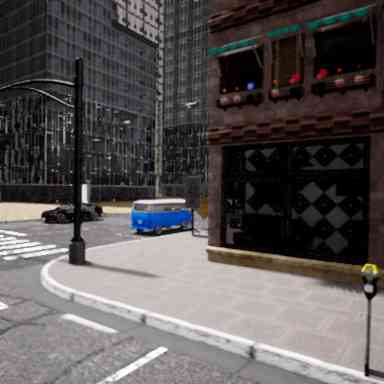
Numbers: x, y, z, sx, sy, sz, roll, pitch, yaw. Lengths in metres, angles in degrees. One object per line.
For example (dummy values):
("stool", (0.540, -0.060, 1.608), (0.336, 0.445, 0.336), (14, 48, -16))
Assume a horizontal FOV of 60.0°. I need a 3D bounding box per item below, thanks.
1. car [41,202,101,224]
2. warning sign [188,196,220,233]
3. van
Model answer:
("car", (-8.473, 1.396, 23.626), (1.947, 1.339, 4.313), (1, 1, 35))
("warning sign", (0.646, 1.142, 17.878), (1.300, 1.860, 1.060), (1, 1, 35))
("van", (-1.637, 1.325, 18.771), (1.690, 1.788, 3.998), (1, 1, 35))
